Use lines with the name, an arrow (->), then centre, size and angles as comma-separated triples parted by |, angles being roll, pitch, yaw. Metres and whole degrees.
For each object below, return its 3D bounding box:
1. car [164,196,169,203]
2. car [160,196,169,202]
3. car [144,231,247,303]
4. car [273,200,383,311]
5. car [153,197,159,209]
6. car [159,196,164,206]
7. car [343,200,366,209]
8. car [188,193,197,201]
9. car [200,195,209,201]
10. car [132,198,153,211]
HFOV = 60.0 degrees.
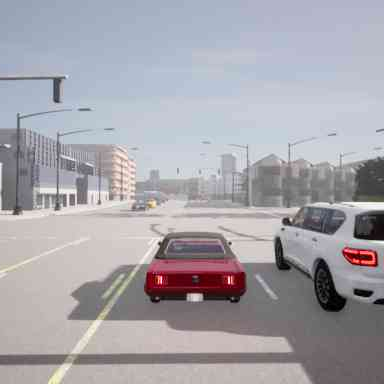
car -> -6.984, 1.739, 75.067 | 2.128, 1.511, 4.902 | 0, 1, 0
car -> -6.981, 1.678, 85.319 | 1.812, 1.442, 4.674 | 0, 0, 0
car -> 0.071, 1.617, 8.211 | 1.895, 1.301, 4.718 | 0, 0, 0
car -> 3.565, 1.234, 7.919 | 2.150, 2.045, 5.566 | 0, 0, 0
car -> -7.071, 1.892, 55.384 | 1.882, 1.535, 5.008 | 0, 0, 0
car -> -7.024, 1.861, 64.921 | 1.837, 1.490, 4.892 | 0, 1, 0
car -> 28.725, 2.134, 58.848 | 2.033, 1.411, 5.357 | -1, -1, 45
car -> 0.020, 1.387, 88.887 | 2.150, 2.045, 5.566 | 0, -1, 0
car -> 3.520, 1.521, 89.240 | 2.097, 1.767, 4.553 | 0, -1, 0
car -> -7.083, 1.854, 46.000 | 2.128, 1.511, 4.902 | 0, 0, 1
